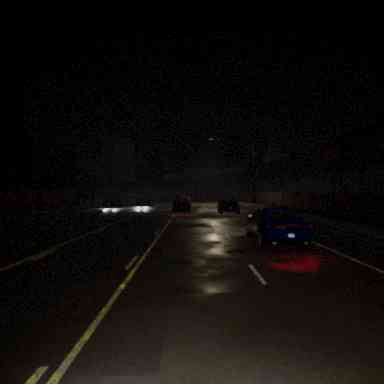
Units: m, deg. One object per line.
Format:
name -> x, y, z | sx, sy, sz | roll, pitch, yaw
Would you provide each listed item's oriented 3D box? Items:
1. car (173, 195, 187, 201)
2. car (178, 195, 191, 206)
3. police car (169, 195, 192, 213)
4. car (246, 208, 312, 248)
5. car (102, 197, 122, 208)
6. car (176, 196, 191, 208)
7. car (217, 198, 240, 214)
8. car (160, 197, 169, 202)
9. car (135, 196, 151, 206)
car -> -2.565, 1.280, 70.387 | 1.994, 1.385, 4.181 | 0, -2, -15
car -> -1.117, 1.275, 50.545 | 1.882, 1.535, 5.008 | 0, 0, -2
police car -> -1.051, 1.286, 34.628 | 1.930, 1.638, 5.238 | 0, 0, 0
car -> 3.600, 1.419, 14.530 | 1.882, 1.535, 5.008 | 0, 0, 0
car -> -10.628, 1.385, 44.432 | 1.994, 1.385, 4.181 | 0, 0, 0
car -> -1.051, 1.298, 44.520 | 1.882, 1.535, 5.008 | 0, 0, 0
car -> 3.600, 1.342, 33.546 | 1.882, 1.535, 5.008 | 0, 0, 0
car -> -6.848, 1.857, 84.648 | 1.895, 1.301, 4.718 | 0, -2, -21
car -> -7.231, 1.289, 49.456 | 2.128, 1.511, 4.902 | 0, 0, -2
